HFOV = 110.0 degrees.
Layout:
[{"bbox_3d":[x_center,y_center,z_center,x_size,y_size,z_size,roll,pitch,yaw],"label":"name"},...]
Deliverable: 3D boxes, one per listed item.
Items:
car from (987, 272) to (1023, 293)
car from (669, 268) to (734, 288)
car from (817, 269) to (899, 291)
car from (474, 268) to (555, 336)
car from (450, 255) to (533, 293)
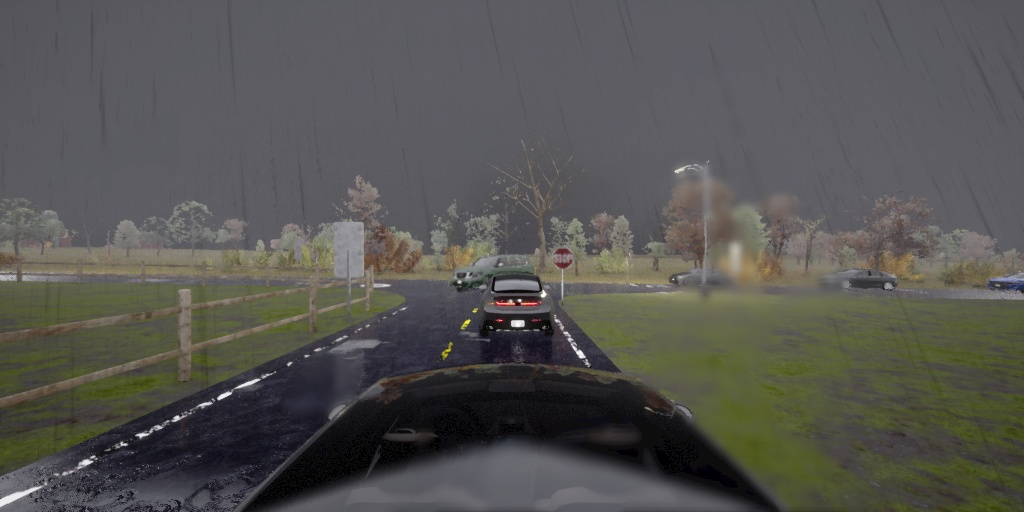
[{"bbox_3d":[37.663,1.893,25.928,5.008,1.535,1.882,1,1,0],"label":"car"},{"bbox_3d":[13.711,1.557,26.042,4.181,1.385,1.994,1,1,0],"label":"car"},{"bbox_3d":[24.972,1.698,25.995,4.892,1.490,1.837,1,1,0],"label":"car"},{"bbox_3d":[0.091,1.252,10.377,1.837,1.490,4.892,0,0,-1],"label":"car"},{"bbox_3d":[-0.956,0.956,20.279,2.150,2.045,5.566,-1,0,38],"label":"car"}]
